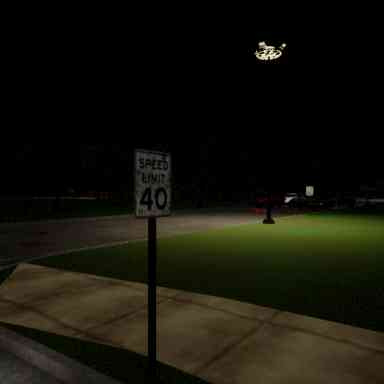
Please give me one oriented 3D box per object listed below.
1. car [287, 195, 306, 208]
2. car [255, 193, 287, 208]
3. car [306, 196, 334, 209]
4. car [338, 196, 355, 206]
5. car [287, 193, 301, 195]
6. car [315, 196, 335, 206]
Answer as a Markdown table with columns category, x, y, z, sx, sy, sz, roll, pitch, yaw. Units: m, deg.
| category | x | y | z | sx | sy | sz | roll | pitch | yaw |
| --- | --- | --- | --- | --- | --- | --- | --- | --- | --- |
| car | 15.193 | 1.527 | 47.414 | 1.812 | 1.442 | 4.674 | 0 | 0 | 38 |
| car | 11.171 | 1.223 | 47.992 | 2.150 | 2.045 | 5.566 | 0 | 0 | 37 |
| car | 17.546 | 1.548 | 44.734 | 2.033 | 1.411 | 5.357 | 0 | 0 | 37 |
| car | 25.812 | 1.479 | 55.554 | 1.882 | 1.535 | 5.008 | 0 | 0 | 37 |
| car | 17.560 | 1.223 | 56.442 | 2.150 | 2.045 | 5.566 | 0 | 0 | 37 |
| car | 23.186 | 1.506 | 57.882 | 1.837 | 1.490 | 4.892 | 0 | 0 | 37 |
